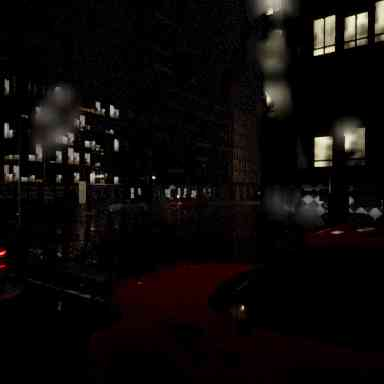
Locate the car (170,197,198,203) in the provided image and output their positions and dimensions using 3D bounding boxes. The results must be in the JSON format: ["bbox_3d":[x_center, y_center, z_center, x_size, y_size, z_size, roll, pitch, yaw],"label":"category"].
[{"bbox_3d":[-1.133,1.495,44.422,2.097,1.767,4.553,1,0,37],"label":"car"}]

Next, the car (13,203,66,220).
[{"bbox_3d":[-12.938,1.617,28.544,1.994,1.385,4.181,1,0,37],"label":"car"}]

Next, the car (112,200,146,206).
[{"bbox_3d":[-6.993,1.625,36.554,1.812,1.442,4.674,1,0,37],"label":"car"}]

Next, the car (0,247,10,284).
[{"bbox_3d":[-6.253,1.522,8.125,4.674,1.442,1.812,0,0,35],"label":"car"}]

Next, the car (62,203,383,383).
[{"bbox_3d":[1.650,1.221,2.509,5.566,2.045,2.150,0,0,35],"label":"car"}]
